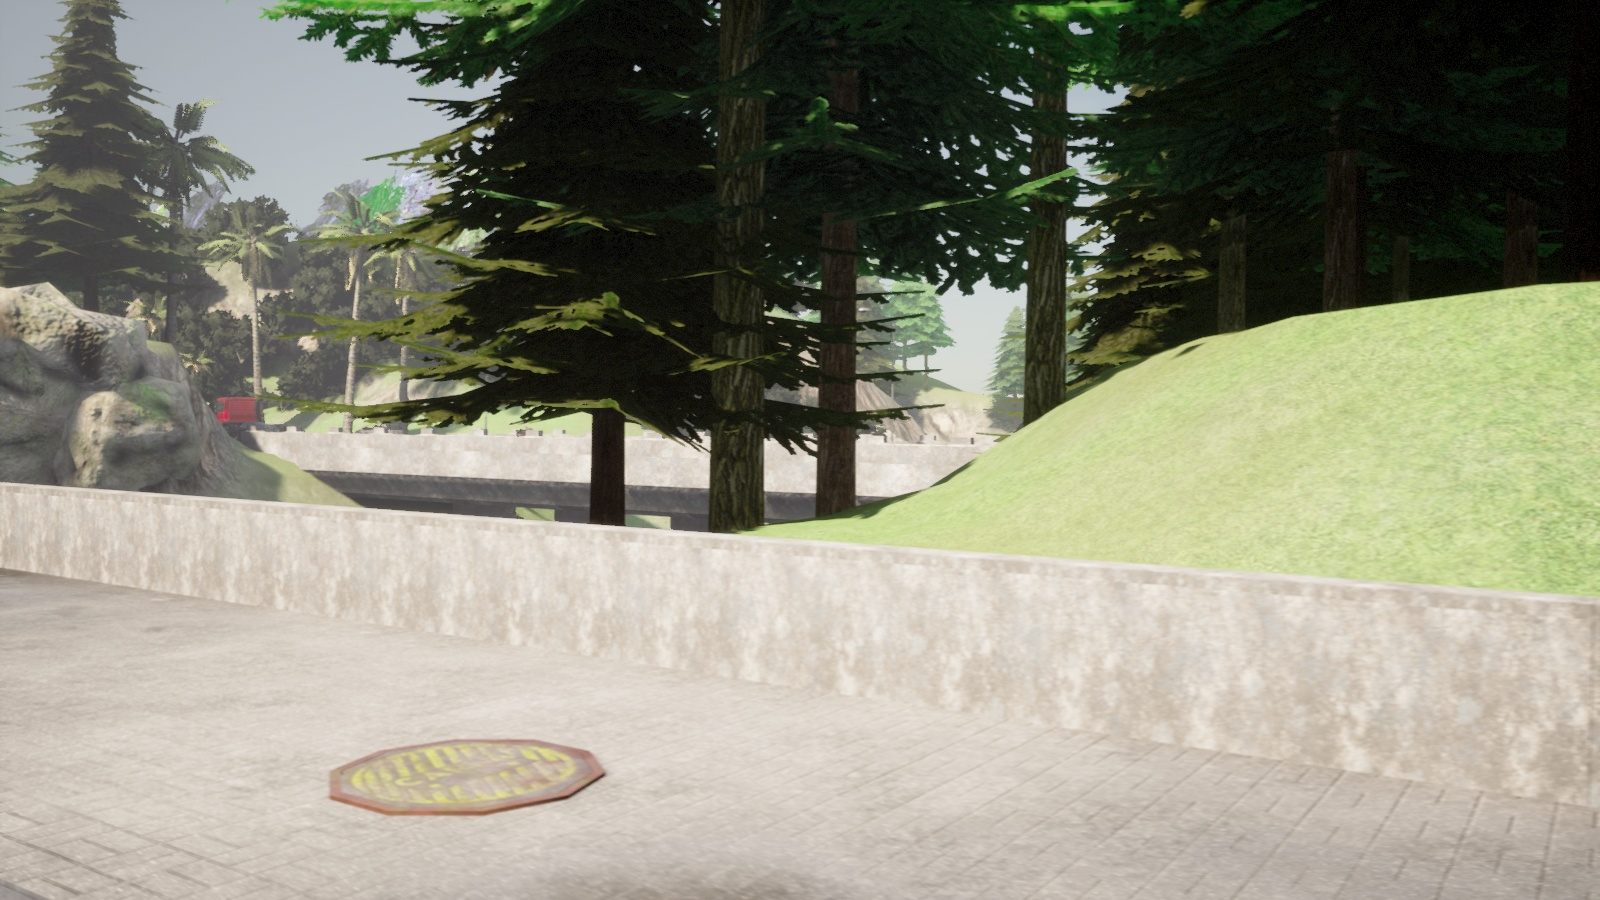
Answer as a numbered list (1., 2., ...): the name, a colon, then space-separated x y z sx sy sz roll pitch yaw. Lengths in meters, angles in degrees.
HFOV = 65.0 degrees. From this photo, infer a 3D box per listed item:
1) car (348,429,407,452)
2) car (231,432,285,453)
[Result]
1. car: -29.652 -0.686 88.124 3.988 1.617 1.851 0 1 34
2. car: -38.475 -0.546 89.175 3.633 1.501 1.845 0 1 34
